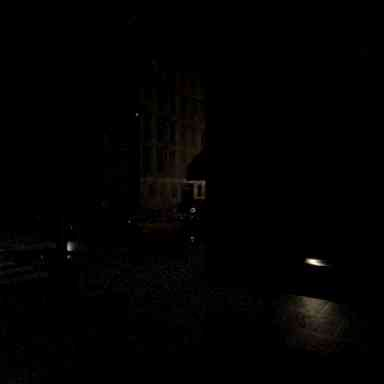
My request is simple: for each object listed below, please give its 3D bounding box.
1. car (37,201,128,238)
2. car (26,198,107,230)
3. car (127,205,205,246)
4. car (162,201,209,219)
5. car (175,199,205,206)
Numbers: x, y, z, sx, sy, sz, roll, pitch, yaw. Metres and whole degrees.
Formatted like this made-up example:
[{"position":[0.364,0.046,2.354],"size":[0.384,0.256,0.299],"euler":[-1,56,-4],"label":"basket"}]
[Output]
[{"position":[-5.322,1.455,17.899],"size":[1.882,1.535,5.008],"euler":[0,0,34],"label":"car"},{"position":[-7.093,1.280,19.790],"size":[2.192,1.841,5.009],"euler":[0,0,36],"label":"car"},{"position":[-0.472,1.529,15.255],"size":[1.752,1.417,4.829],"euler":[0,0,36],"label":"car"},{"position":[-0.491,1.519,29.031],"size":[1.947,1.339,4.313],"euler":[0,0,36],"label":"car"},{"position":[0.515,1.319,26.066],"size":[2.097,1.767,4.553],"euler":[0,0,35],"label":"car"}]
